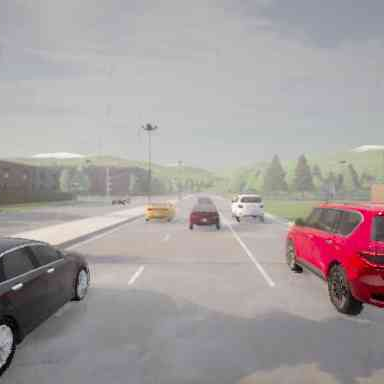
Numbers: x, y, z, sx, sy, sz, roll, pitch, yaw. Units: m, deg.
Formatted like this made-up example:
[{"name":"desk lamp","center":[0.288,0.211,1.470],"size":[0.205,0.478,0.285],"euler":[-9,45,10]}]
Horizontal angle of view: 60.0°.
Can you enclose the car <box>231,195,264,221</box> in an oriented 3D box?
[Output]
[{"name":"car","center":[4.529,1.267,27.465],"size":[2.150,2.045,5.566],"euler":[0,0,2]}]

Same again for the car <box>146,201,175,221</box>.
[{"name":"car","center":[-2.487,1.499,27.153],"size":[1.882,1.535,5.008],"euler":[0,0,2]}]

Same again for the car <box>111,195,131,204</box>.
[{"name":"car","center":[-9.875,1.111,46.492],"size":[1.882,1.535,5.008],"euler":[0,0,2]}]

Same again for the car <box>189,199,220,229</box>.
[{"name":"car","center":[0.831,1.505,21.991],"size":[1.882,1.535,5.008],"euler":[0,0,2]}]

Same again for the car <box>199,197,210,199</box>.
[{"name":"car","center":[1.549,1.403,41.569],"size":[2.097,1.767,4.553],"euler":[0,0,2]}]

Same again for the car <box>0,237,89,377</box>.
[{"name":"car","center":[-3.192,1.500,5.411],"size":[1.837,1.490,4.892],"euler":[0,0,1]}]

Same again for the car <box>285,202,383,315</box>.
[{"name":"car","center":[3.825,1.243,7.716],"size":[2.150,2.045,5.566],"euler":[0,0,2]}]
